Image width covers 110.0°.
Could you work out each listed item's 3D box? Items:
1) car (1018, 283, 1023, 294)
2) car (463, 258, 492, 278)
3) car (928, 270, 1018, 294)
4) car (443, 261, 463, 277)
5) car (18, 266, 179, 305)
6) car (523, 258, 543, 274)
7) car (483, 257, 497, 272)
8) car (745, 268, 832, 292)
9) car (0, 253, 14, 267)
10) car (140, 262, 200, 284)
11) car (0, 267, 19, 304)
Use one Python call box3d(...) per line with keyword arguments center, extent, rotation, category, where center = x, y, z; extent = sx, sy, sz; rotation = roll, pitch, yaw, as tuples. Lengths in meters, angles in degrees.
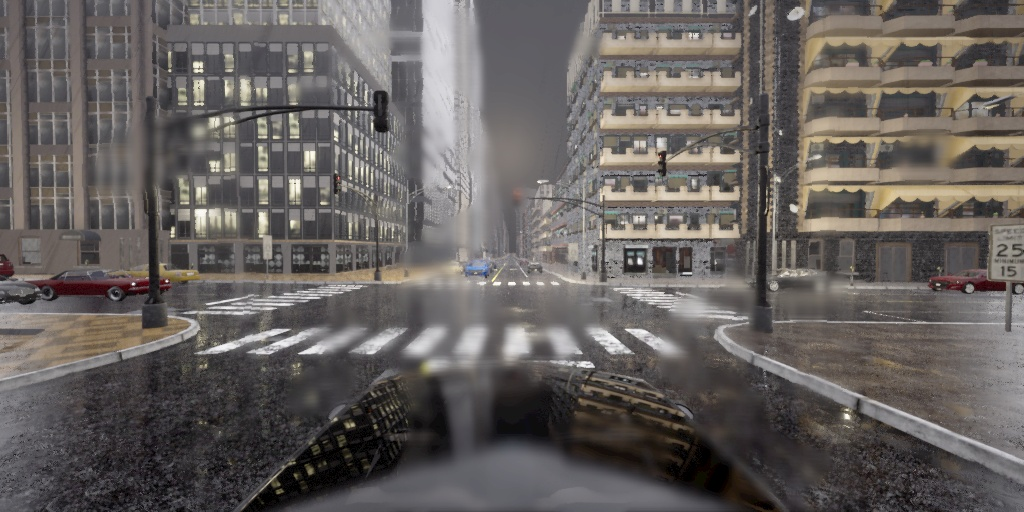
box3d(center=(21.694, 1.576, 12.773), extent=(4.313, 1.339, 1.948), rotation=(0, 0, 1), category="car")
box3d(center=(-3.155, 1.218, 33.627), extent=(1.882, 1.535, 5.008), rotation=(0, 0, -1), category="car")
box3d(center=(27.336, 1.462, 21.085), extent=(4.507, 1.381, 1.888), rotation=(0, 0, 1), category="car")
box3d(center=(-5.759, 1.265, 35.821), extent=(1.751, 1.417, 4.829), rotation=(0, 0, 0), category="car")
box3d(center=(-18.052, 1.231, 15.833), extent=(4.718, 1.301, 1.895), rotation=(0, 1, 1), category="car")
box3d(center=(2.610, 1.289, 41.662), extent=(2.007, 1.370, 4.403), rotation=(0, 0, 0), category="car")
box3d(center=(-3.174, 1.230, 43.318), extent=(2.128, 1.511, 4.902), rotation=(0, 0, 0), category="car")
box3d(center=(16.270, 1.376, 21.218), extent=(4.403, 1.370, 2.007), rotation=(0, 0, 1), category="car")
box3d(center=(-33.654, 0.712, 21.822), extent=(5.009, 1.841, 2.192), rotation=(0, 0, 1), category="car")
box3d(center=(-21.707, 1.029, 21.641), extent=(4.829, 1.417, 1.751), rotation=(0, 0, 1), category="car")
box3d(center=(-20.310, 1.204, 13.310), extent=(4.403, 1.370, 2.007), rotation=(0, 0, 1), category="car")
